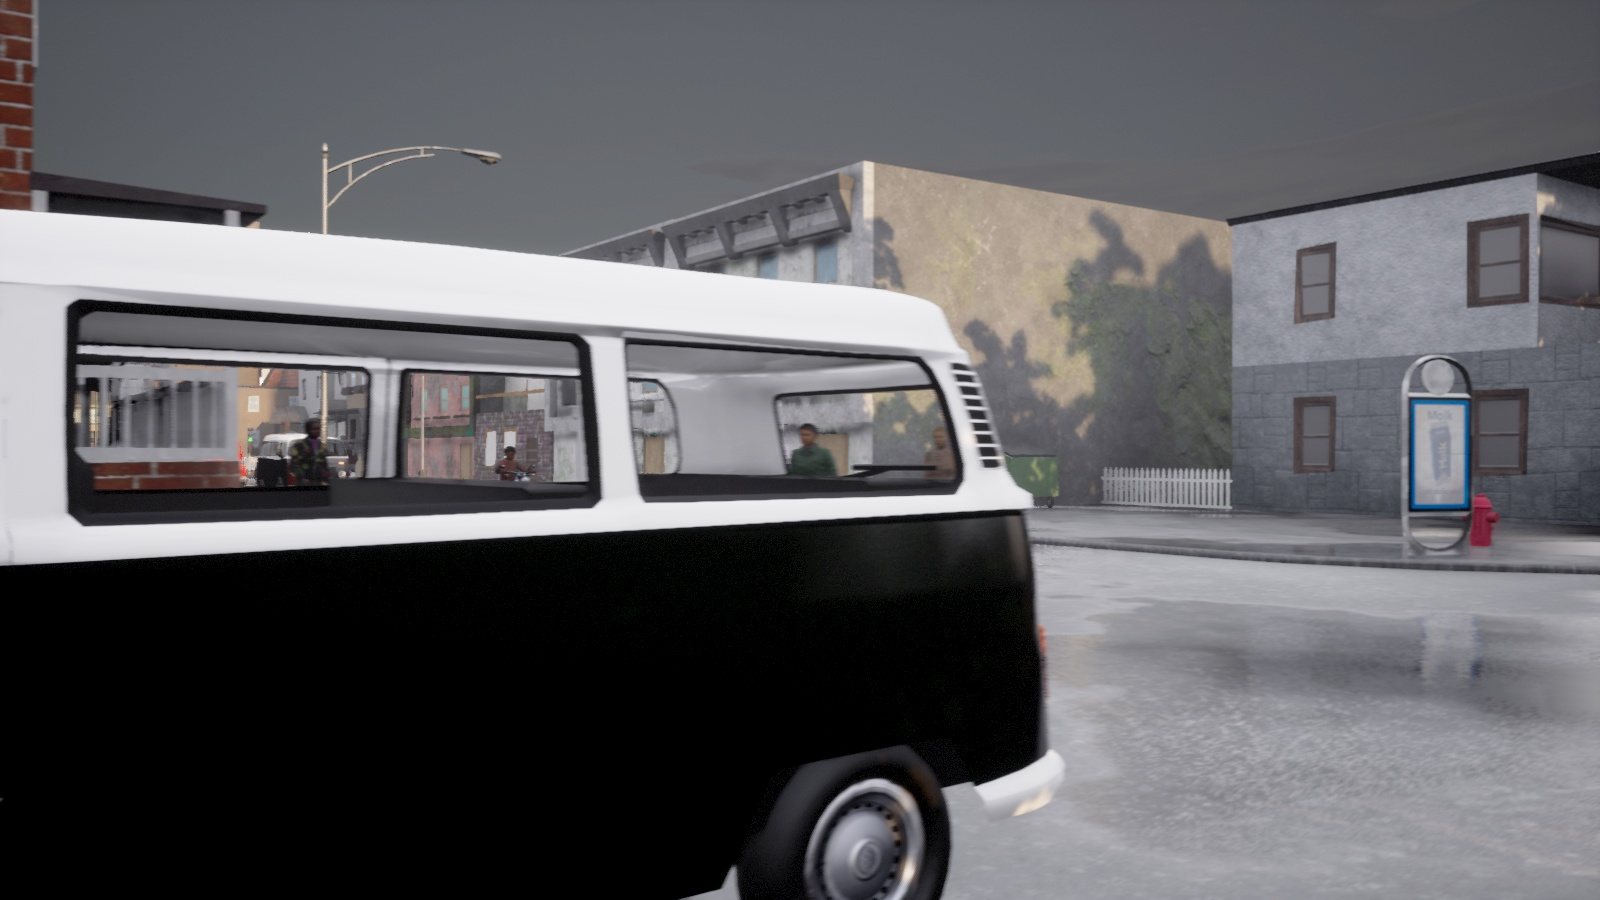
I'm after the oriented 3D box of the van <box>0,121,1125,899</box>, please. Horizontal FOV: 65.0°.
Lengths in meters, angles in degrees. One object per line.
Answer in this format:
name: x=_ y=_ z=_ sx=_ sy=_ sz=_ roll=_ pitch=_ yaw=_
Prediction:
van: x=-1.388 y=0.479 z=3.337 sx=4.480 sy=2.038 sz=2.069 roll=0 pitch=0 yaw=-38
